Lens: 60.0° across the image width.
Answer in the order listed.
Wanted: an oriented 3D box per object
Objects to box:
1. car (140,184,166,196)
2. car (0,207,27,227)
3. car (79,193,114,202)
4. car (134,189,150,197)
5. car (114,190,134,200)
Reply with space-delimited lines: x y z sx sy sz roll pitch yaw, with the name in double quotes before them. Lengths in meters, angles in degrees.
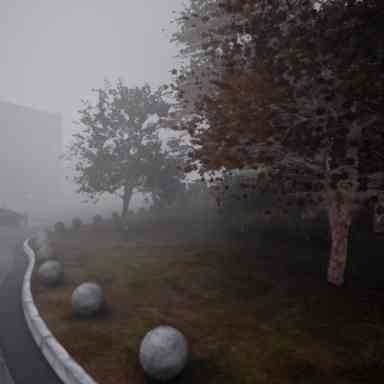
"car" -7.897 -0.454 67.604 2.435 2.045 5.566 -1 3 26
"car" -13.258 1.772 22.515 1.837 1.490 4.892 -2 1 8
"car" -15.363 0.722 52.534 1.946 1.575 5.366 -1 3 27
"car" -10.463 0.113 62.417 1.946 1.575 5.366 -1 3 26
"car" -12.909 0.416 57.473 1.946 1.575 5.366 -1 3 26
